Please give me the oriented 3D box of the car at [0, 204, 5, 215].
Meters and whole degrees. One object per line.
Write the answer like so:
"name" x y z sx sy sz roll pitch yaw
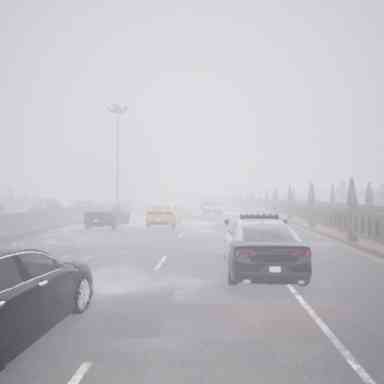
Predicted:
"car" -19.259 1.599 30.568 2.128 1.511 4.902 0 0 3

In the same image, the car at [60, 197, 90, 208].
"car" -12.080 1.603 36.233 2.128 1.511 4.902 0 0 1

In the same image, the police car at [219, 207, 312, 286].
"police car" 1.918 1.447 9.644 1.930 1.638 5.238 0 0 3

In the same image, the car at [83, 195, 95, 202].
"car" -23.354 1.369 75.175 2.128 1.511 4.902 0 0 -24

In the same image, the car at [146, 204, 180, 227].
"car" -1.906 1.540 23.141 1.882 1.535 5.008 0 0 3

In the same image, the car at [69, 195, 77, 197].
"car" -25.259 1.476 70.703 2.097 1.767 4.553 0 0 -21

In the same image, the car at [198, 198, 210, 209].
"car" 1.949 1.615 44.531 1.837 1.490 4.892 0 0 -4

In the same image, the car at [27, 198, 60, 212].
"car" -15.596 1.466 35.339 2.097 1.767 4.553 0 0 1

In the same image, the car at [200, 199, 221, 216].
"car" 2.077 1.685 34.238 1.895 1.301 4.718 0 0 2

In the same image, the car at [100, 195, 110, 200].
"car" -19.833 1.377 75.855 1.837 1.490 4.892 0 0 -21

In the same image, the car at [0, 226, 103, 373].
"car" -3.008 1.521 4.778 1.837 1.490 4.892 0 0 3

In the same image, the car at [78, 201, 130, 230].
"car" -5.482 1.542 21.974 1.882 1.535 5.008 0 0 3
